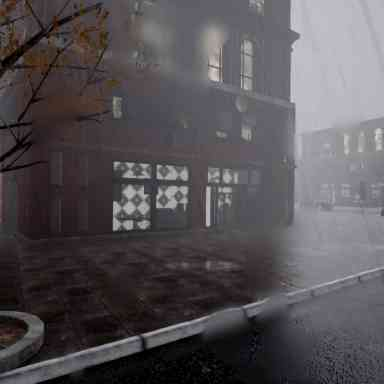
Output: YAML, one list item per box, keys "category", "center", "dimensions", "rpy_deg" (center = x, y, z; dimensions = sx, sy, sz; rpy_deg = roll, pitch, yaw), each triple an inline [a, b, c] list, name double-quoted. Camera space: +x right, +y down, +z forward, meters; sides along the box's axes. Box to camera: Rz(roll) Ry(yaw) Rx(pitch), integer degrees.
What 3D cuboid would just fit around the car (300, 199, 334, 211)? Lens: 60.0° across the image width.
- category: "car"
  center: [15.561, 1.618, 41.686]
  dimensions: [2.008, 1.369, 4.403]
  rpy_deg: [1, -1, -28]
